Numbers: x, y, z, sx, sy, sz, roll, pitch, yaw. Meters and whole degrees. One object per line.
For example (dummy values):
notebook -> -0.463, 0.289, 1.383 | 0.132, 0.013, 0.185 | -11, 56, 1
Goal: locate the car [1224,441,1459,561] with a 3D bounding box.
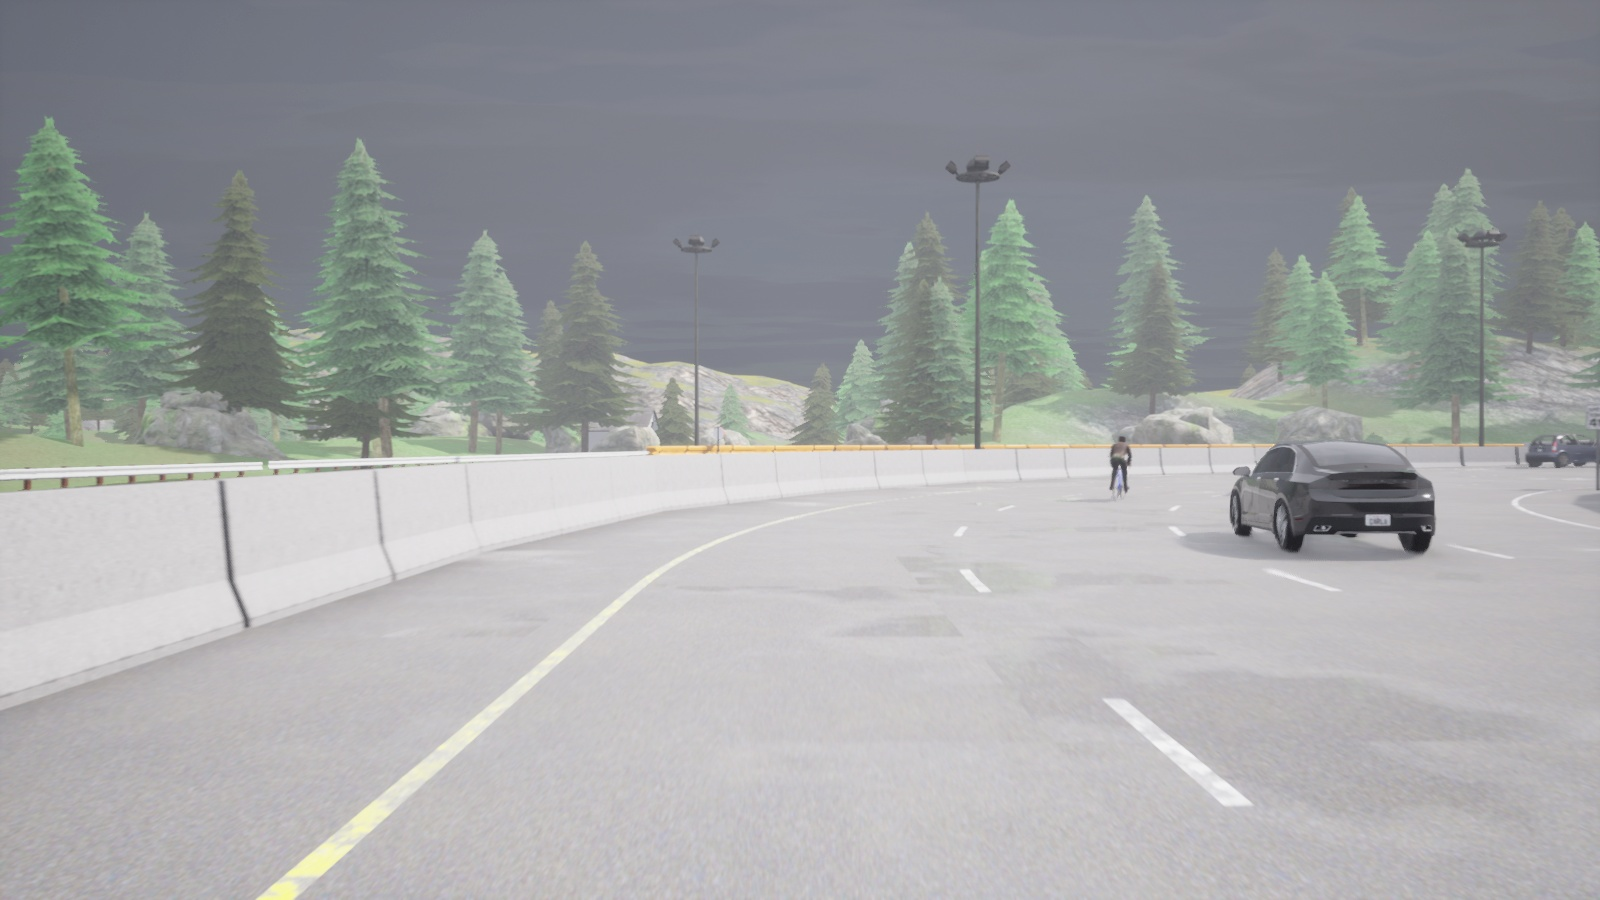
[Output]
car -> 7.584, 0.627, 18.145 | 1.837, 1.490, 4.892 | 0, 0, 7

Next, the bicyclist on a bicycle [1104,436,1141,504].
bicyclist on a bicycle -> 8.024, 0.481, 31.216 | 0.582, 1.620, 1.656 | 1, 1, 25

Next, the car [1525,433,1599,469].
car -> 36.449, 0.024, 58.971 | 3.988, 1.617, 1.851 | -1, 0, -16
